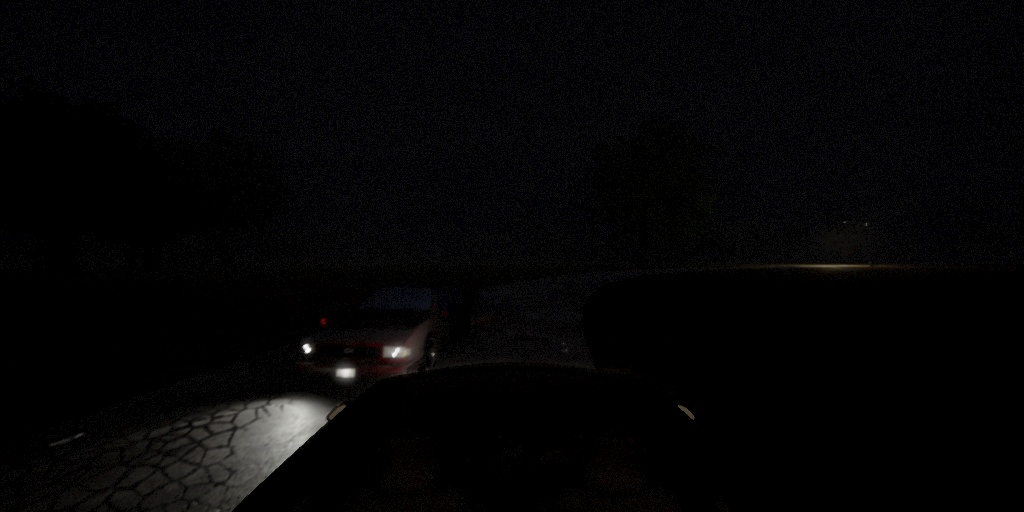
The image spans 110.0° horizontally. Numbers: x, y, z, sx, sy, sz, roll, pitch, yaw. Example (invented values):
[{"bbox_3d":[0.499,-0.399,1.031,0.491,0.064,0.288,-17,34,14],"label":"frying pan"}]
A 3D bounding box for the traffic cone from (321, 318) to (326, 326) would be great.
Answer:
[{"bbox_3d":[-4.117,1.650,7.827,0.340,0.580,0.340,0,0,7],"label":"traffic cone"}]

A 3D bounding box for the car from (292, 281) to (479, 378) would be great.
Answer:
[{"bbox_3d":[-2.042,1.263,7.703,2.033,1.411,5.357,1,0,7],"label":"car"}]
